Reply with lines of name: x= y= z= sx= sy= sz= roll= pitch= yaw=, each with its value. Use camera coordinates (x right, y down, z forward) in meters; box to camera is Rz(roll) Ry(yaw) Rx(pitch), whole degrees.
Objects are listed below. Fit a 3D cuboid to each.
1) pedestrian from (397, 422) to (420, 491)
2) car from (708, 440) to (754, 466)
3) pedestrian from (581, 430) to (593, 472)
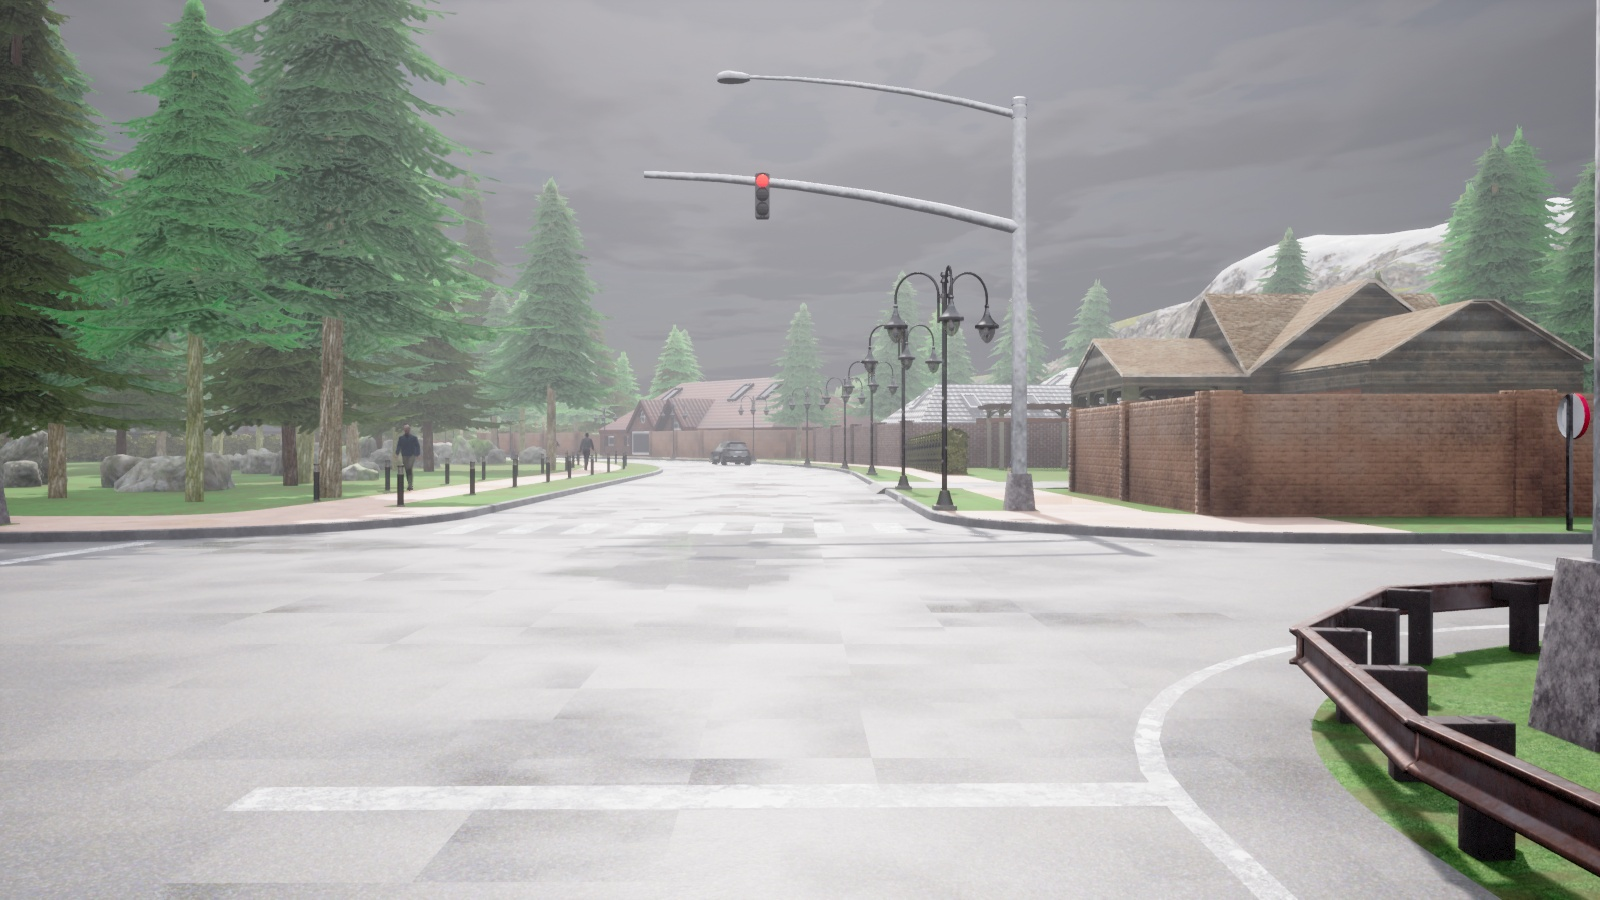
pedestrian: x=-10.540 y=0.173 z=33.831 sx=0.402 sy=1.842 sz=0.726 roll=0 pitch=0 yaw=0
car: x=-4.625 y=0.172 z=83.494 sx=2.033 sy=1.649 sz=4.856 roll=0 pitch=0 yaw=-16
pedestrian: x=-10.029 y=0.031 z=59.051 sx=0.423 sy=1.949 sz=0.788 roll=0 pitch=0 yaw=0
